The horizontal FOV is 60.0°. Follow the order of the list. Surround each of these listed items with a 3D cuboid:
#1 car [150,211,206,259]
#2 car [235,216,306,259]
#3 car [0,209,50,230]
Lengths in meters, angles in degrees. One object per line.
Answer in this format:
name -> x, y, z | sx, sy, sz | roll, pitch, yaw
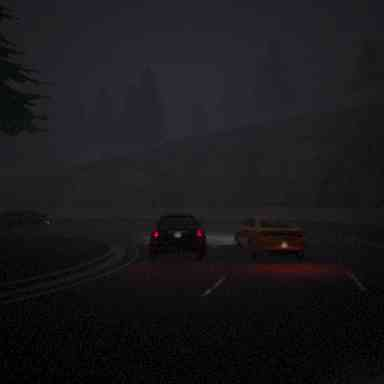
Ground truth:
car -> -0.610, 1.631, 14.119 | 2.097, 1.767, 4.553 | -1, -1, -3
car -> 3.082, 1.712, 13.800 | 1.882, 1.535, 5.008 | 0, -1, -1
car -> -13.648, 2.140, 25.833 | 4.892, 1.490, 1.837 | -1, -2, -4
